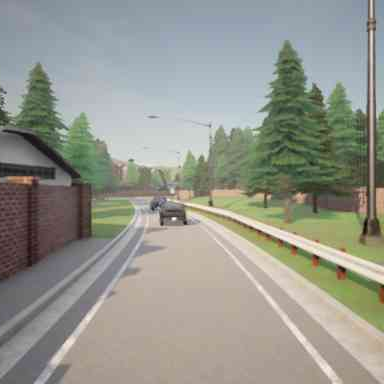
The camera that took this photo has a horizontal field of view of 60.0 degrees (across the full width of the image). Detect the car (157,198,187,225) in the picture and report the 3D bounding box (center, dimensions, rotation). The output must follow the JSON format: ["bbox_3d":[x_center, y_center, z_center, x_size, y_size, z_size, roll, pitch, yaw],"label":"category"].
[{"bbox_3d":[-1.414,1.476,23.957,1.837,1.490,4.892,0,1,-6],"label":"car"}]

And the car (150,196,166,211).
[{"bbox_3d":[-4.033,1.302,40.986,2.097,1.767,4.553,0,0,-10],"label":"car"}]
